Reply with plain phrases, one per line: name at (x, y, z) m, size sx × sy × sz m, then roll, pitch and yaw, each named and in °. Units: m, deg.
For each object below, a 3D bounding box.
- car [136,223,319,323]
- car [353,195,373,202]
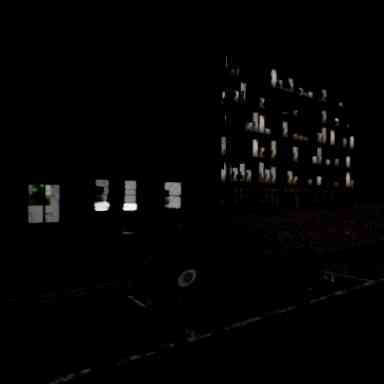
car at (0.854, 1.449, 7.158) m, size 4.097 × 1.590 × 1.967 m, roll 0°, pitch 1°, yaw -35°
car at (41.966, 1.650, 82.206) m, size 2.192 × 1.841 × 5.009 m, roll 1°, pitch -1°, yaw -35°
